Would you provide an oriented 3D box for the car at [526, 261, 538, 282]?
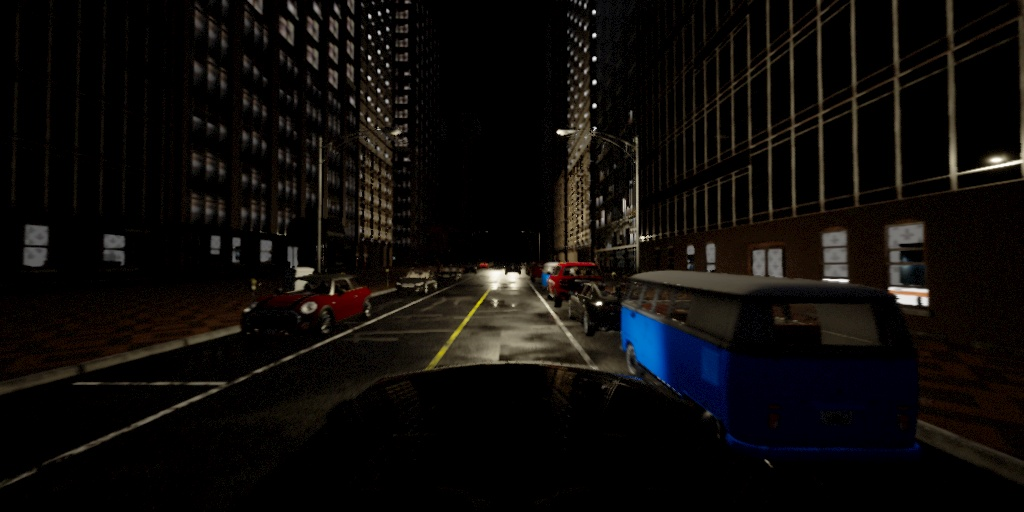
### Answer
[{"bbox_3d":[2.707,1.386,33.021,2.192,1.841,5.009,0,0,0],"label":"car"}]

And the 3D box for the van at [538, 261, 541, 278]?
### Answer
[{"bbox_3d":[2.702,1.297,21.739,1.690,1.789,3.998,0,0,0],"label":"van"}]

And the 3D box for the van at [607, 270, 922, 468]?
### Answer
[{"bbox_3d":[2.694,1.123,4.815,1.690,1.789,3.998,0,0,0],"label":"van"}]

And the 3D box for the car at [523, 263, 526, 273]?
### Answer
[{"bbox_3d":[2.712,1.767,44.303,1.802,1.307,4.207,0,0,0],"label":"car"}]

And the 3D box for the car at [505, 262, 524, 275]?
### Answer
[{"bbox_3d":[0.121,1.587,48.841,2.097,1.767,4.553,0,0,0],"label":"car"}]

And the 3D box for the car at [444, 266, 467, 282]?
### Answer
[{"bbox_3d":[-5.674,1.621,33.001,2.007,1.370,4.403,0,0,0],"label":"car"}]

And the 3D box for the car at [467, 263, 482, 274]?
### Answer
[{"bbox_3d":[-5.667,1.793,49.929,2.007,1.370,4.403,0,0,0],"label":"car"}]

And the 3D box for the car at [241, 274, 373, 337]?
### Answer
[{"bbox_3d":[-5.684,1.280,10.432,1.967,1.591,4.097,0,0,0],"label":"car"}]

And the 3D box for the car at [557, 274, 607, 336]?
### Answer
[{"bbox_3d":[2.696,1.391,10.456,2.007,1.370,4.403,0,0,0],"label":"car"}]

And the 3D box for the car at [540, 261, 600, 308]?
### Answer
[{"bbox_3d":[2.699,1.213,16.097,2.192,1.841,5.009,0,0,0],"label":"car"}]

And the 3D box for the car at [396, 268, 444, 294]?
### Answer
[{"bbox_3d":[-5.679,1.506,21.717,2.007,1.370,4.403,0,0,0],"label":"car"}]
